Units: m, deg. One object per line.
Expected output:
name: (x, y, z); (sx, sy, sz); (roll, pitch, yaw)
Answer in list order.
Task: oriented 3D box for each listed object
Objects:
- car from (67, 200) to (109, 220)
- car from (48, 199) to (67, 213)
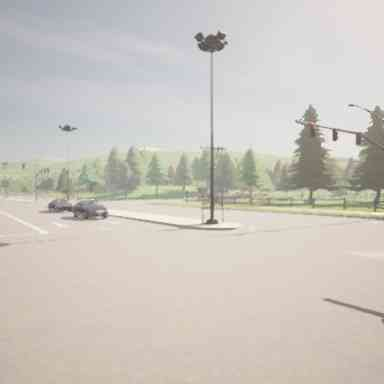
car: (-8.618, 1.457, 28.156); (2.128, 1.511, 4.902); (0, 0, -35)
car: (-14.475, 1.511, 36.610); (2.033, 1.411, 5.357); (0, 0, -34)
